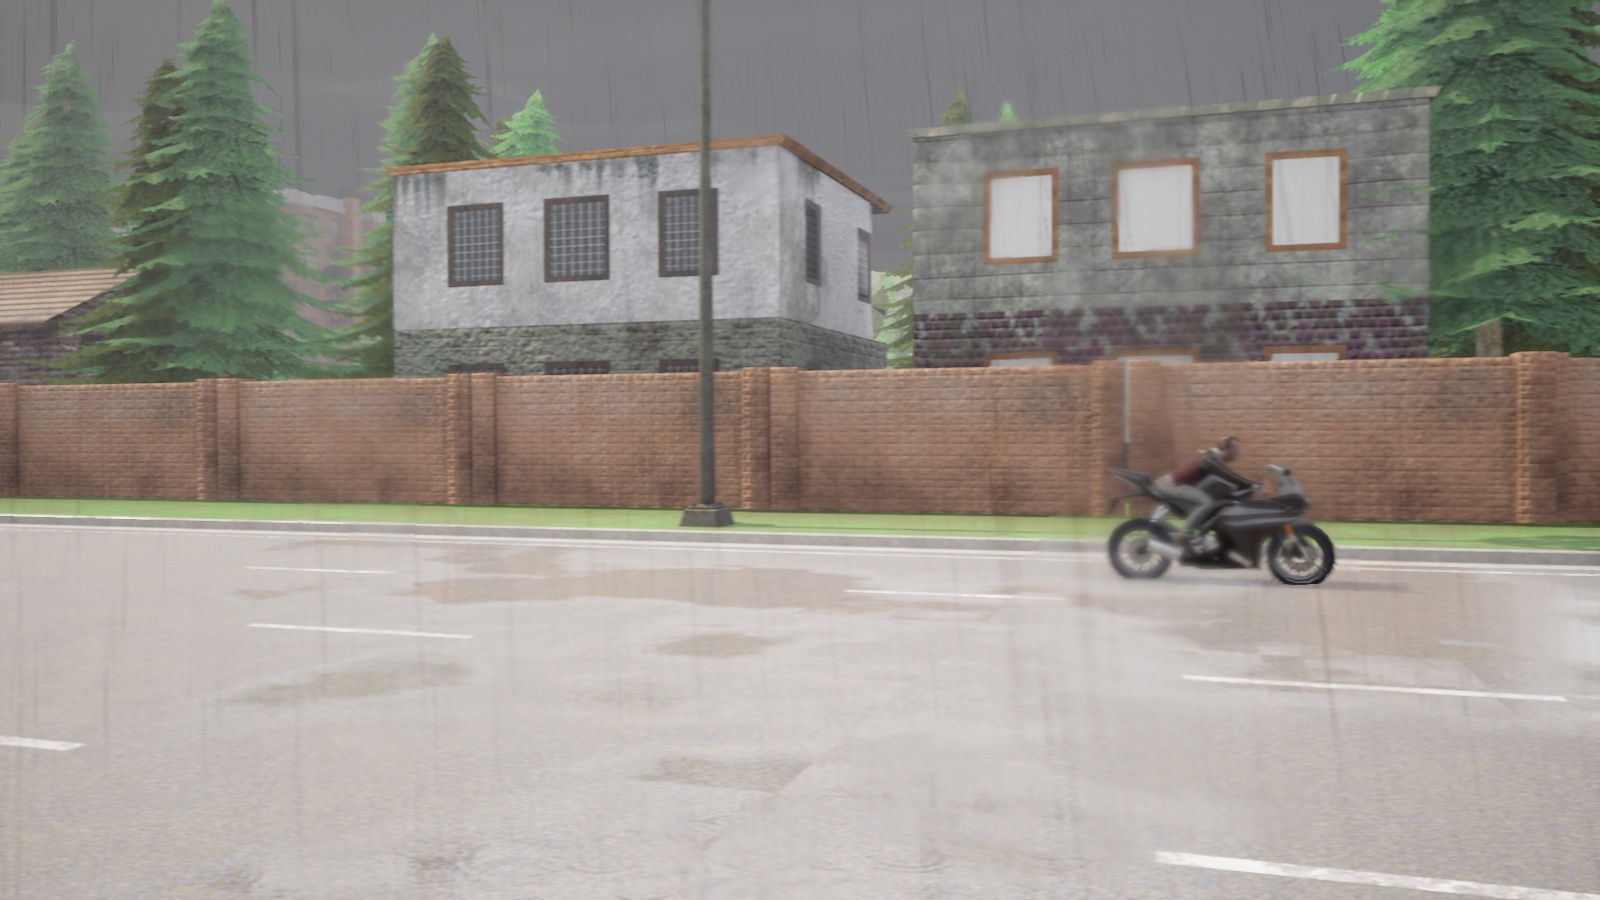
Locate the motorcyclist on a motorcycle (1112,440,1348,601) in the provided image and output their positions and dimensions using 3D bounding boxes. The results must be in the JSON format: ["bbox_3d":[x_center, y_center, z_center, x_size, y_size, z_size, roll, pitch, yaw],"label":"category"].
[{"bbox_3d":[4.349,0.673,12.808,2.191,1.530,0.866,1,1,19],"label":"motorcyclist on a motorcycle"}]
